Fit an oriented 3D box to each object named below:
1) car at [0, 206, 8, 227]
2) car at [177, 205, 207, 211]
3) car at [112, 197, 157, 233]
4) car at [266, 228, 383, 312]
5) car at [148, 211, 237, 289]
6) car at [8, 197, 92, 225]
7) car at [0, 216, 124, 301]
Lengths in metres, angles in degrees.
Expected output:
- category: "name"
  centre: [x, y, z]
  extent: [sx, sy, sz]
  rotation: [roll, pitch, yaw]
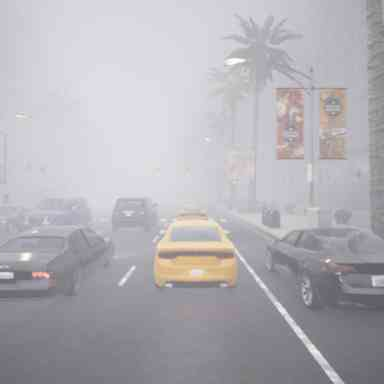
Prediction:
- category: "car"
  centre: [-10.584, 1.591, 19.491]
  extent: [2.128, 1.511, 4.902]
  rotation: [0, 0, 0]
- category: "car"
  centre: [0.035, 1.590, 22.509]
  extent: [1.882, 1.535, 5.008]
  rotation: [0, 0, 0]
- category: "car"
  centre: [-3.458, 1.328, 20.751]
  extent: [2.150, 2.045, 5.566]
  rotation: [0, 0, 0]
- category: "car"
  centre: [3.171, 1.553, 7.917]
  extent: [2.161, 1.482, 4.786]
  rotation: [0, 0, -1]
- category: "car"
  centre: [0.073, 1.524, 9.334]
  extent: [1.882, 1.535, 5.008]
  rotation: [0, 0, -1]
- category: "car"
  centre: [-7.095, 1.313, 17.819]
  extent: [2.150, 2.045, 5.566]
  rotation: [0, -1, 0]
- category: "car"
  centre: [-3.417, 1.591, 8.625]
  extent: [2.033, 1.411, 5.357]
  rotation: [0, 0, 0]
